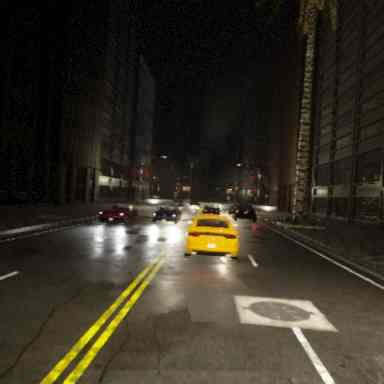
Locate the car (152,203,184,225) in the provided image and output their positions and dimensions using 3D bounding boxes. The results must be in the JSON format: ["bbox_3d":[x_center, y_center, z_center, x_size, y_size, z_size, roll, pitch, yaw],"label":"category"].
[{"bbox_3d":[-1.887,1.761,26.220,1.895,1.301,4.718,3,-1,3],"label":"car"}]

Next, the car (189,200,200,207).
[{"bbox_3d":[0.636,2.284,66.640,1.994,1.385,4.181,3,-1,3],"label":"car"}]

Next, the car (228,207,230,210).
[{"bbox_3d":[5.793,2.352,44.018,2.033,1.411,5.357,3,-1,4],"label":"car"}]

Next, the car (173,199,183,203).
[{"bbox_3d":[-2.716,2.070,65.094,1.812,1.442,4.674,3,0,4],"label":"car"}]

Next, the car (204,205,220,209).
[{"bbox_3d":[2.315,2.143,38.785,1.895,1.301,4.718,3,-1,3],"label":"car"}]

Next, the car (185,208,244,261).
[{"bbox_3d":[0.806,1.663,13.460,1.882,1.535,5.008,3,-1,3],"label":"car"}]

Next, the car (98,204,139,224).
[{"bbox_3d":[-5.252,1.542,24.317,1.895,1.301,4.718,3,-1,3],"label":"car"}]

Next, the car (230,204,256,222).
[{"bbox_3d":[5.271,2.015,33.793,2.097,1.767,4.553,3,-1,4],"label":"car"}]
